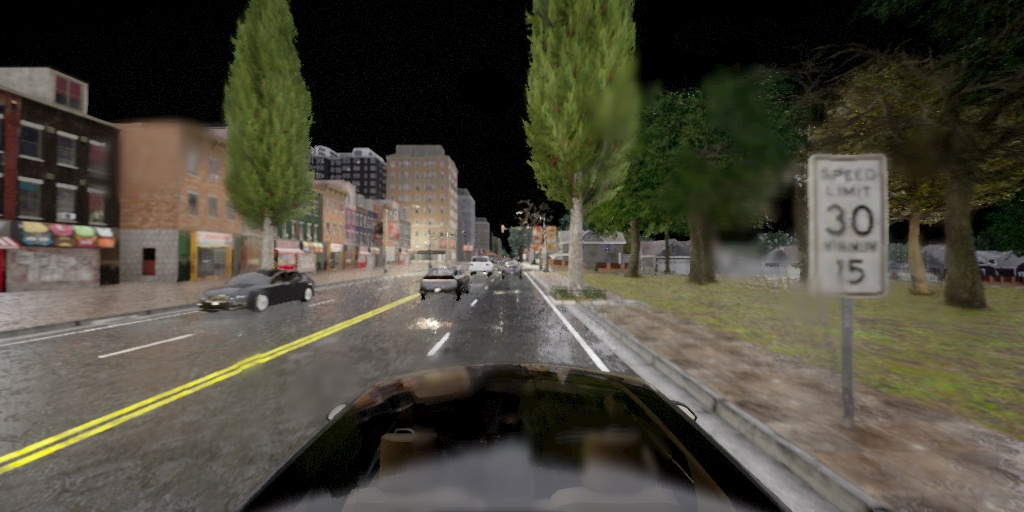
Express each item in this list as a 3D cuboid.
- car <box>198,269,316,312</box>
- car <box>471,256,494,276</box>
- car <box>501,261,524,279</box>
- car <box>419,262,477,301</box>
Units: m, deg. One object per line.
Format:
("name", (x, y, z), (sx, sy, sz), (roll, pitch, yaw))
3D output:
("car", (-9.748, 1.312, 14.216), (1.837, 1.490, 4.892), (0, 0, 0))
("car", (-3.187, 1.039, 38.014), (2.150, 2.045, 5.566), (0, 0, 1))
("car", (0.015, 1.291, 33.192), (2.128, 1.511, 4.902), (0, 0, 0))
("car", (-3.148, 1.251, 17.565), (2.128, 1.511, 4.902), (0, 0, 0))
